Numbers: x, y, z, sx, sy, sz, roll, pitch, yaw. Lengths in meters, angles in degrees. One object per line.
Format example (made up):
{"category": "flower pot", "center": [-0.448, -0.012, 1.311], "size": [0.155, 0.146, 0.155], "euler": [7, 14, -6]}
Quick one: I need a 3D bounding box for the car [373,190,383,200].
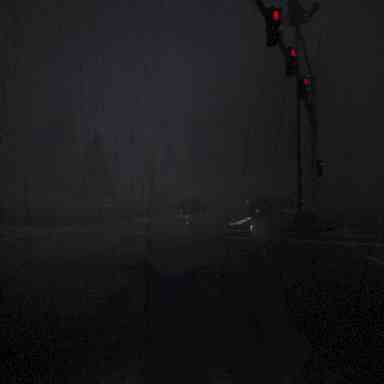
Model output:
{"category": "car", "center": [30.468, 0.501, 53.002], "size": [1.882, 1.535, 5.008], "euler": [-1, 0, 26]}

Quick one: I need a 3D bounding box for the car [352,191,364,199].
{"category": "car", "center": [31.554, 0.542, 63.114], "size": [1.895, 1.301, 4.718], "euler": [-1, 0, 27]}

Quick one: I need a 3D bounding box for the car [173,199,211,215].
{"category": "car", "center": [-0.150, 1.405, 31.421], "size": [1.994, 1.385, 4.181], "euler": [-1, 0, 25]}

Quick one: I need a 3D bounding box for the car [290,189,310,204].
{"category": "car", "center": [14.803, 0.639, 46.731], "size": [2.150, 2.045, 5.566], "euler": [-1, 0, 25]}

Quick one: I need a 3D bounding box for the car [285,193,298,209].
{"category": "car", "center": [10.316, 1.117, 37.222], "size": [2.033, 1.411, 5.357], "euler": [-1, 0, 26]}

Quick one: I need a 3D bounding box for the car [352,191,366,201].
{"category": "car", "center": [27.186, 0.694, 54.242], "size": [1.895, 1.301, 4.718], "euler": [-1, 0, 26]}

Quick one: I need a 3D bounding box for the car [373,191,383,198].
{"category": "car", "center": [34.925, 0.470, 62.033], "size": [1.895, 1.301, 4.718], "euler": [-1, 0, 27]}

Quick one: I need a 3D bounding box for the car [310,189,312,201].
{"category": "car", "center": [19.383, 0.483, 56.480], "size": [2.150, 2.045, 5.566], "euler": [-1, 0, 25]}

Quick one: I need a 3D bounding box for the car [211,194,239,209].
{"category": "car", "center": [3.581, 1.315, 39.338], "size": [1.895, 1.301, 4.718], "euler": [-1, 0, 25]}

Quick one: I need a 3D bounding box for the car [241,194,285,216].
{"category": "car", "center": [6.160, 1.202, 28.405], "size": [2.128, 1.511, 4.902], "euler": [-1, 0, 25]}

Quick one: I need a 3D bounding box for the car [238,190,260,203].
{"category": "car", "center": [7.803, 0.792, 48.281], "size": [2.150, 2.045, 5.566], "euler": [-1, 0, 25]}
